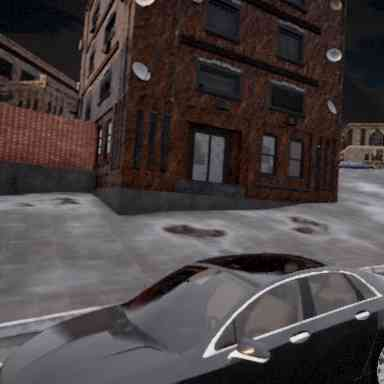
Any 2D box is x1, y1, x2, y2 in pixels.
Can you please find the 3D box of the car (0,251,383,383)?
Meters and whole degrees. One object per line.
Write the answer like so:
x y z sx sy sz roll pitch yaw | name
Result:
0.564 1.531 3.768 4.892 1.490 1.837 1 -1 -31 | car

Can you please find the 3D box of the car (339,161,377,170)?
20.673 -3.103 41.830 4.553 1.767 2.185 3 -3 14 | car
